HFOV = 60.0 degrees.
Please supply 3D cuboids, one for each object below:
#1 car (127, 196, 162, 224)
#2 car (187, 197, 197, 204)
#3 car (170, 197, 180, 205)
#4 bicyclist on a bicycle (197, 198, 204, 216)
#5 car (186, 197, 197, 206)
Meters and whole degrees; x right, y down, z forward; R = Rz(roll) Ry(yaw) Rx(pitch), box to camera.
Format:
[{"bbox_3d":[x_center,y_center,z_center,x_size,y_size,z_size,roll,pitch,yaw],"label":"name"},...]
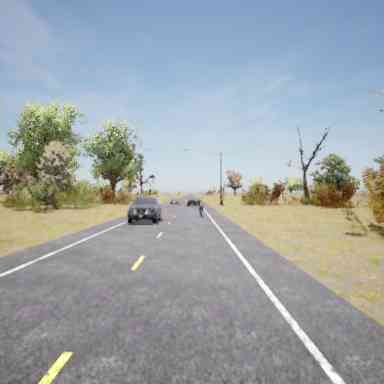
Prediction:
[{"bbox_3d":[-3.597,1.354,26.089,2.150,2.045,5.566,0,0,0],"label":"car"},{"bbox_3d":[0.002,1.902,75.800,2.033,1.411,5.357,0,0,0],"label":"car"},{"bbox_3d":[-3.500,1.842,67.396,2.128,1.511,4.902,0,0,0],"label":"car"},{"bbox_3d":[0.963,1.619,33.107,0.582,1.620,1.656,0,-1,0],"label":"bicyclist on a bicycle"},{"bbox_3d":[0.042,1.797,60.068,1.837,1.490,4.892,0,0,1],"label":"car"}]
